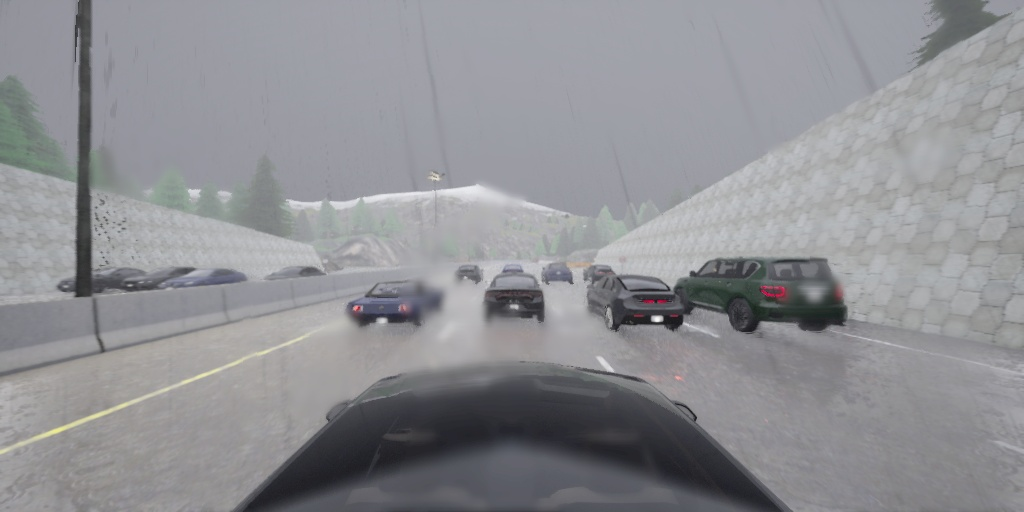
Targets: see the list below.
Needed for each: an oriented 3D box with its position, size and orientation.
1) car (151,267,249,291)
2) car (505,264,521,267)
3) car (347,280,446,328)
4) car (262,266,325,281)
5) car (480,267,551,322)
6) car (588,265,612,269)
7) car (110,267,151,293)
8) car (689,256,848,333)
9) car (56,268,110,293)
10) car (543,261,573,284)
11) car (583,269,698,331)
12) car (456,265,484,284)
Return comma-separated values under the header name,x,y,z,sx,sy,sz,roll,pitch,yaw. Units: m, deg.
name,x,y,z,sx,sy,sz,roll,pitch,yaw
car,-17.583,1.425,20.858,1.812,1.442,4.674,0,0,0
car,0.083,1.445,30.955,1.882,1.535,5.008,0,0,0
car,-3.405,1.426,11.633,1.895,1.301,4.718,0,0,0
car,-14.070,1.424,23.409,1.837,1.490,4.892,0,-1,0
car,0.094,1.309,12.618,1.882,1.535,5.008,0,0,0
car,7.083,1.458,29.423,1.837,1.490,4.892,0,0,0
car,-21.076,1.417,22.216,1.837,1.490,4.892,0,-1,0
car,7.095,1.038,11.088,2.150,2.045,5.566,0,0,0
car,-24.577,1.436,22.086,1.812,1.442,4.674,0,-1,0
car,3.584,1.304,29.086,2.097,1.767,4.553,0,0,0
car,3.595,1.325,11.295,1.837,1.490,4.892,0,0,0
car,-3.416,1.462,29.405,1.837,1.490,4.892,0,0,0
